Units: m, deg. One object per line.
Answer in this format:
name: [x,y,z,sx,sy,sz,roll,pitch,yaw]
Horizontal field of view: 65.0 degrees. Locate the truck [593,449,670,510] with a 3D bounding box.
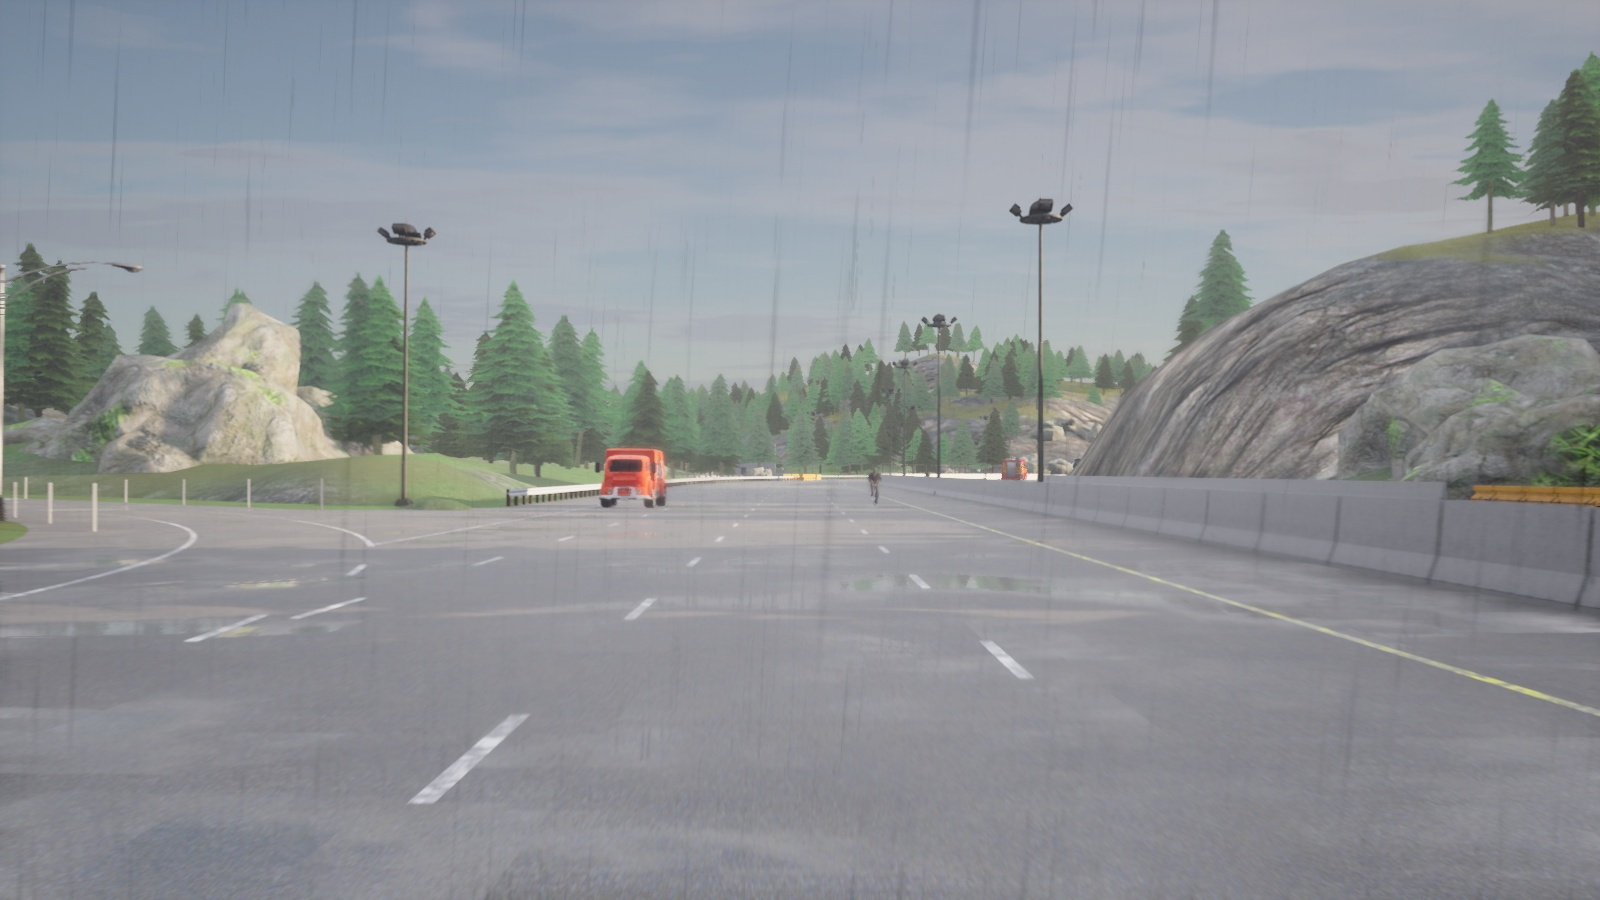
truck: [-7.133,1.258,53.770,2.627,2.467,5.204,0,-1,0]
